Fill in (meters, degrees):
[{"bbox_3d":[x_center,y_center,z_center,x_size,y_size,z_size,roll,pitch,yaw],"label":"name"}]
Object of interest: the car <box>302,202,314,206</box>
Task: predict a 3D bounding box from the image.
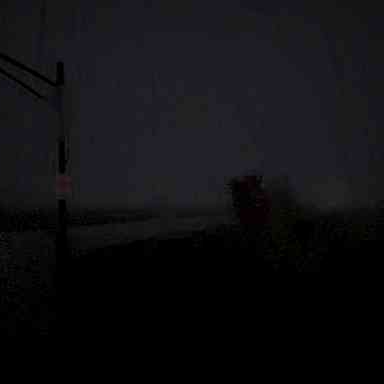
[{"bbox_3d":[17.073,2.169,49.653,2.033,1.411,5.357,-2,-2,36],"label":"car"}]
